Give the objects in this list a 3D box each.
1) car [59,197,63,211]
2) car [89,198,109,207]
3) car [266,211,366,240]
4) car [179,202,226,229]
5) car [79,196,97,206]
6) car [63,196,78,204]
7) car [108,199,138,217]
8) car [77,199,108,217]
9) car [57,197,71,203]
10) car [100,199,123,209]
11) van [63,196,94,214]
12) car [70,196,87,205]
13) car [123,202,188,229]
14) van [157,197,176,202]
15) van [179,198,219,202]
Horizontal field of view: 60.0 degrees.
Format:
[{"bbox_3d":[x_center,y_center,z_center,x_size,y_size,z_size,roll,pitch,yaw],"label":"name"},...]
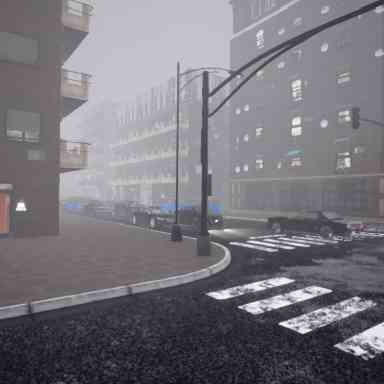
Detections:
[{"bbox_3d":[-15.202,1.581,39.980,2.008,1.369,4.403,1,-1,-35],"label":"car"},{"bbox_3d":[-15.089,1.730,53.664,1.802,1.307,4.206,1,-1,-35],"label":"car"},{"bbox_3d":[6.202,1.628,17.250,1.895,1.301,4.718,1,-1,-38],"label":"car"},{"bbox_3d":[0.358,1.581,21.823,1.994,1.385,4.181,1,-1,-35],"label":"car"},{"bbox_3d":[-18.271,1.597,58.266,1.967,1.590,4.097,1,-1,-35],"label":"car"},{"bbox_3d":[-24.637,1.614,67.467,1.967,1.590,4.097,1,-1,-35],"label":"car"},{"bbox_3d":[-5.546,1.528,30.359,2.128,1.511,4.902,1,-1,-35],"label":"car"},{"bbox_3d":[-8.837,1.592,30.779,1.802,1.307,4.206,1,-1,-35],"label":"car"},{"bbox_3d":[-27.821,1.727,72.066,1.887,1.381,4.507,1,-1,-35],"label":"car"},{"bbox_3d":[-11.906,1.683,49.064,1.887,1.381,4.507,1,-1,-35],"label":"car"},{"bbox_3d":[-12.018,1.361,35.381,1.690,1.788,3.998,1,-1,-35],"label":"van"},{"bbox_3d":[-21.454,1.606,62.866,1.967,1.590,4.097,1,-1,-35],"label":"car"},{"bbox_3d":[-2.470,1.540,21.579,2.008,1.369,4.403,1,-1,-35],"label":"car"},{"bbox_3d":[-2.355,1.450,35.264,1.690,1.788,3.998,1,-1,-35],"label":"van"},{"bbox_3d":[0.829,1.439,30.664,1.690,1.788,3.998,1,-1,-35],"label":"van"}]
